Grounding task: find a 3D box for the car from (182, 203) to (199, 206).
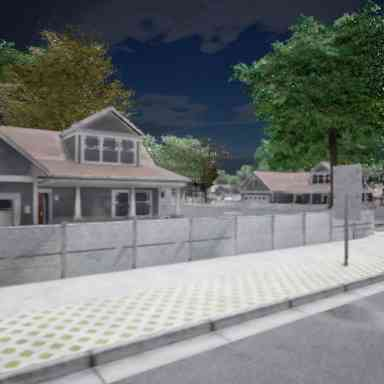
[{"bbox_3d":[-0.049,2.125,41.272,1.882,1.535,5.008,1,-1,-35],"label":"car"}]
